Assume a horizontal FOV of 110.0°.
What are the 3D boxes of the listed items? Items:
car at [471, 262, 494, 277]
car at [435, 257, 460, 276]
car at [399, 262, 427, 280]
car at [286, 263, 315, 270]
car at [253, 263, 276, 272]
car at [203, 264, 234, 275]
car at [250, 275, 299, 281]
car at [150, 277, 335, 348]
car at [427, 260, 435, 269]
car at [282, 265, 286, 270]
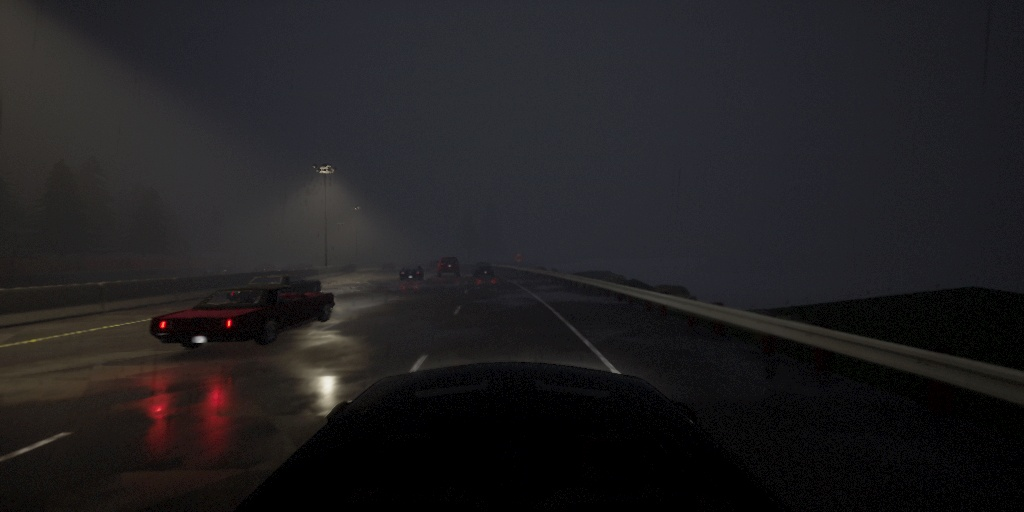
[{"bbox_3d":[-2.970,1.330,35.934,1.812,1.442,4.674,0,0,-12],"label":"car"},{"bbox_3d":[-6.898,1.084,38.667,2.150,2.045,5.566,0,0,-13],"label":"car"},{"bbox_3d":[-9.154,1.494,32.979,1.895,1.301,4.718,-1,0,-11],"label":"car"},{"bbox_3d":[-27.693,1.660,47.690,2.128,1.511,4.902,-1,0,-16],"label":"car"},{"bbox_3d":[-36.990,1.798,53.703,1.882,1.535,5.008,-1,0,-20],"label":"car"},{"bbox_3d":[-38.483,1.812,47.046,2.128,1.511,4.902,-1,0,-17],"label":"car"},{"bbox_3d":[-10.640,1.511,16.539,1.895,1.301,4.718,-1,0,-6],"label":"car"},{"bbox_3d":[-6.651,1.450,9.699,1.895,1.301,4.718,-1,0,-3],"label":"car"},{"bbox_3d":[-13.679,1.473,61.876,1.837,1.490,4.892,0,0,-21],"label":"car"},{"bbox_3d":[-33.706,1.839,54.914,1.994,1.385,4.181,-1,0,-20],"label":"car"}]
